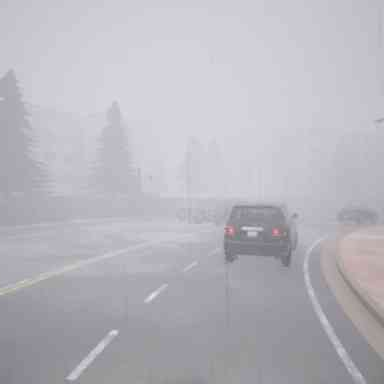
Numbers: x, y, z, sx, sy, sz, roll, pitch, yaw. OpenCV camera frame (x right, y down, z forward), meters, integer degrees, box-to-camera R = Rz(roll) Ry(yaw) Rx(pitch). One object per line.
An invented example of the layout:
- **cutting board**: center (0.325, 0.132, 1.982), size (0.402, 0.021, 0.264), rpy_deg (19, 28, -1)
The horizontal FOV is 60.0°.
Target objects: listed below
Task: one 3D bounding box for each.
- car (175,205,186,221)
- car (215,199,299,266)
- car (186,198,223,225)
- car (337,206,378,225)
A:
- **car**: center (0.862, 1.581, 30.267), size (2.150, 2.045, 5.566), rpy_deg (0, -1, 40)
- **car**: center (2.748, 1.394, 12.646), size (2.150, 2.045, 5.566), rpy_deg (0, -1, 20)
- **car**: center (2.300, 1.549, 26.501), size (2.150, 2.045, 5.566), rpy_deg (0, -1, 38)
- **car**: center (14.322, 1.942, 28.700), size (4.902, 1.511, 2.128), rpy_deg (1, -1, -41)
